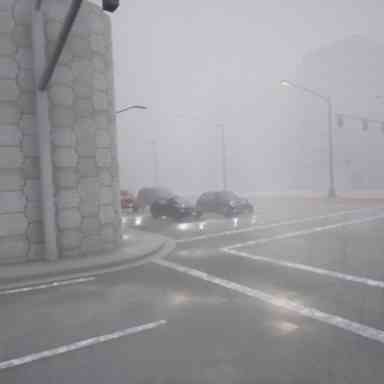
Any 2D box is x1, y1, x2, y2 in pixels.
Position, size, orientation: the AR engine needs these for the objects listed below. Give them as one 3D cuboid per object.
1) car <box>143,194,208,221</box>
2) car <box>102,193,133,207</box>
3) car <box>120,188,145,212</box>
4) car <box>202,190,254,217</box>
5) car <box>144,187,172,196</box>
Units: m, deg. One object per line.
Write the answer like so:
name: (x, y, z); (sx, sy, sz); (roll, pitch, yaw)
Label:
car: (-1.223, 1.092, 22.670); (1.812, 1.442, 4.674); (-4, 2, -35)
car: (-8.929, 0.868, 39.636); (1.837, 1.490, 4.892); (-4, 2, -35)
car: (-6.836, 0.786, 30.581); (2.150, 2.045, 5.566); (-4, 2, -35)
car: (2.248, 0.720, 23.792); (2.097, 1.767, 4.553); (-4, 2, -35)
car: (-3.292, 0.587, 31.621); (2.150, 2.045, 5.566); (-4, 2, -35)
